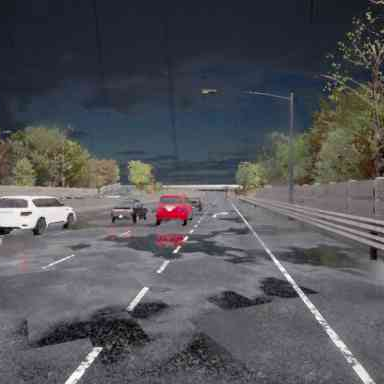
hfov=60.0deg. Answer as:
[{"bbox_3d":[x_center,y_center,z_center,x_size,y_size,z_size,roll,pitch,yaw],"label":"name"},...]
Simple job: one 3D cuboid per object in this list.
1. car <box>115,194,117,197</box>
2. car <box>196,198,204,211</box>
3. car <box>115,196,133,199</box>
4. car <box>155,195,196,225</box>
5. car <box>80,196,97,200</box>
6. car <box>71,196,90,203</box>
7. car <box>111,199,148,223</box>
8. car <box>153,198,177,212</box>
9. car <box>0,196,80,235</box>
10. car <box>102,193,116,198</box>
[{"bbox_3d":[-14.408,1.579,72.195,2.128,1.511,4.902,0,0,5],"label":"car"},{"bbox_3d":[0.315,1.509,40.453,1.837,1.490,4.892,0,0,5],"label":"car"},{"bbox_3d":[-6.928,1.507,38.170,1.837,1.490,4.892,0,0,5],"label":"car"},{"bbox_3d":[-1.191,1.223,24.265,2.150,2.045,5.566,0,0,5],"label":"car"},{"bbox_3d":[-21.610,1.573,70.354,2.128,1.511,4.902,0,0,5],"label":"car"},{"bbox_3d":[-24.786,1.596,73.997,2.033,1.411,5.357,0,0,5],"label":"car"},{"bbox_3d":[-4.624,1.488,25.200,2.128,1.511,4.902,0,0,6],"label":"car"},{"bbox_3d":[-3.176,1.552,40.691,2.033,1.411,5.357,0,0,5],"label":"car"},{"bbox_3d":[-8.724,1.222,18.868,2.150,2.045,5.566,0,0,5],"label":"car"},{"bbox_3d":[-17.896,1.279,72.490,2.150,2.045,5.566,0,0,5],"label":"car"}]
